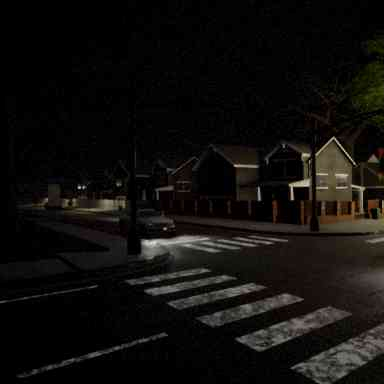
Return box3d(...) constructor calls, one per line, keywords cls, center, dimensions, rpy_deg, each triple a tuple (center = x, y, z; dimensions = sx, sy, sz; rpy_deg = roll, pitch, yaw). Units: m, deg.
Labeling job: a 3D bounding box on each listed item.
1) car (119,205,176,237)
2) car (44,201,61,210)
box3d(cls="car", center=(-2.798, 1.717, 19.744), dimensions=(1.812, 1.442, 4.674), rpy_deg=(-1, 0, -35))
box3d(cls="car", center=(-22.077, 2.067, 52.578), dimensions=(2.128, 1.511, 4.902), rpy_deg=(-1, 0, -35))
